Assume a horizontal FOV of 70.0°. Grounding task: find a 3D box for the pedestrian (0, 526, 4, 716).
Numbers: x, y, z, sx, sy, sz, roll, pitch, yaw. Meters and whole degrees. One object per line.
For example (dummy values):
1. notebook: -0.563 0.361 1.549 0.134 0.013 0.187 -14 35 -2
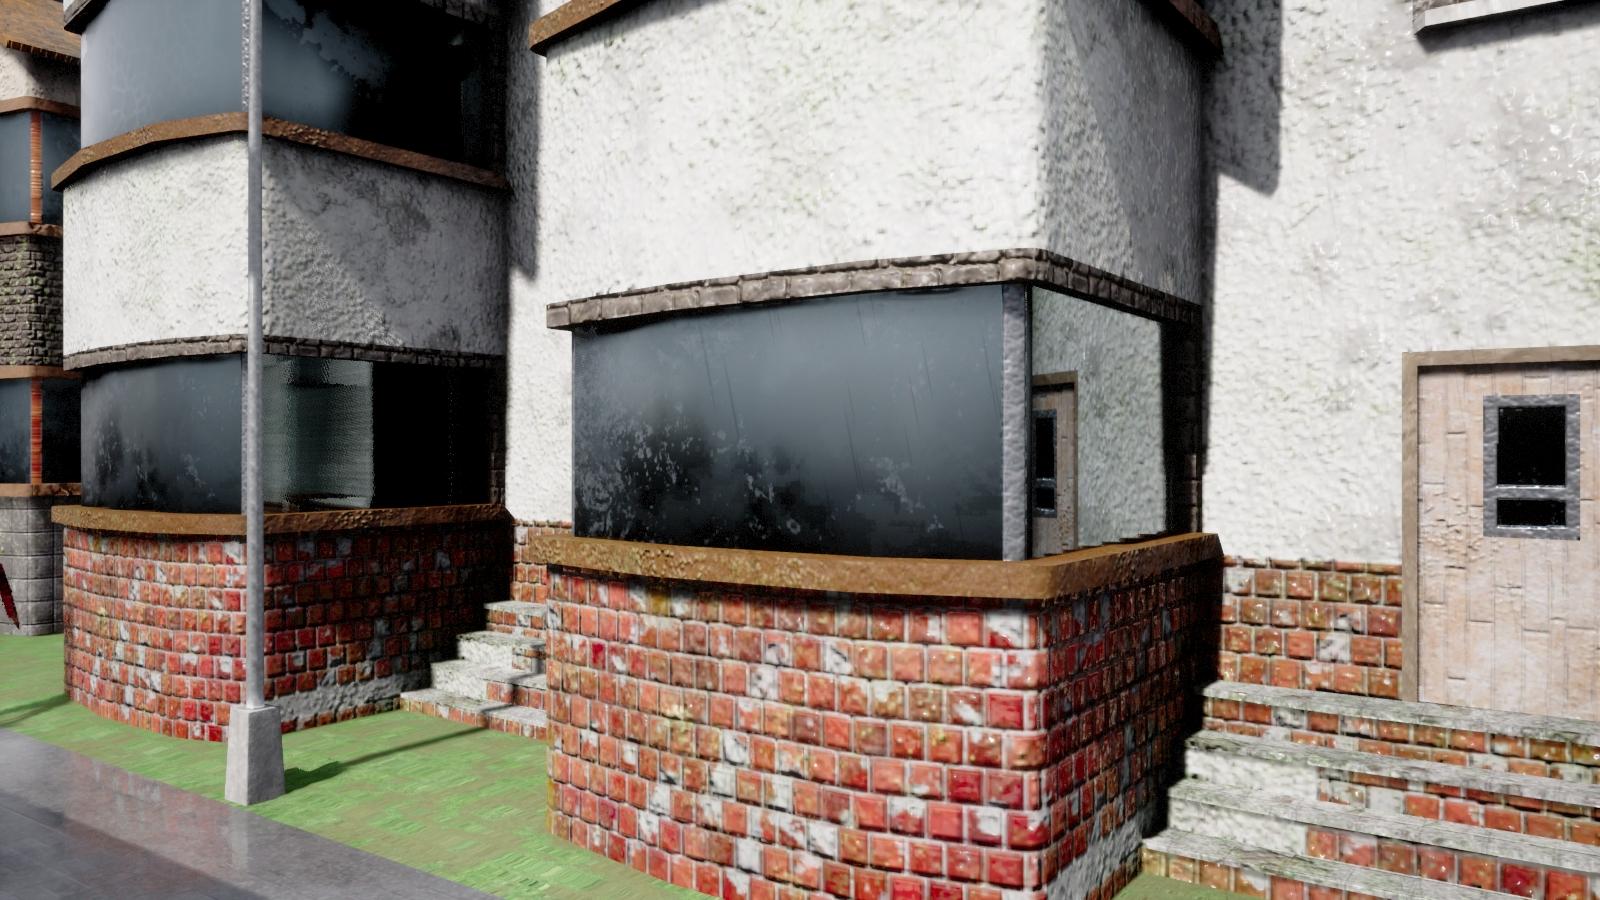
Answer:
1. pedestrian: -8.070 1.677 11.169 0.375 1.860 0.375 0 0 36
